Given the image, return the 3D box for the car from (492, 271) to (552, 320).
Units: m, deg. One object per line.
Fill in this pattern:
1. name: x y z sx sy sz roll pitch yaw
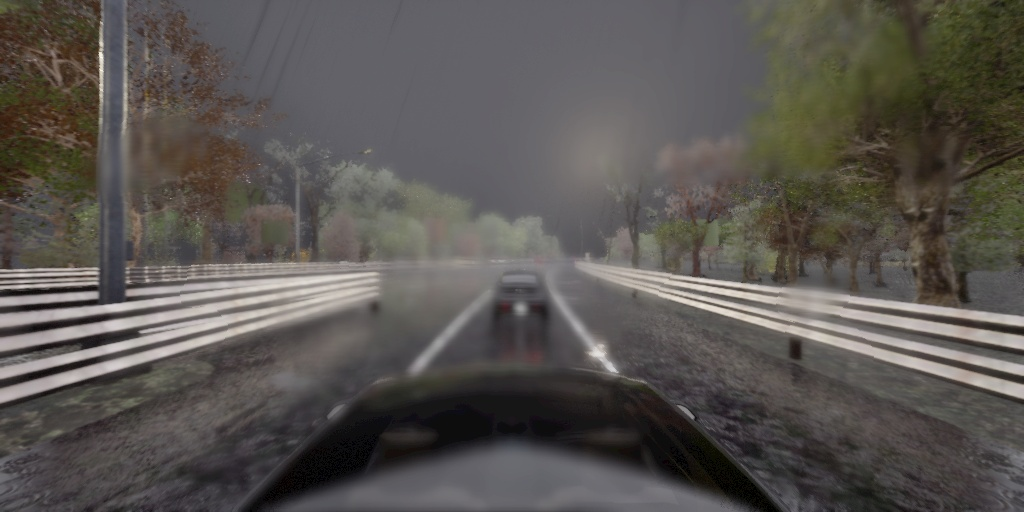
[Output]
1. car: 0.352 1.280 12.783 1.837 1.490 4.892 0 0 2
